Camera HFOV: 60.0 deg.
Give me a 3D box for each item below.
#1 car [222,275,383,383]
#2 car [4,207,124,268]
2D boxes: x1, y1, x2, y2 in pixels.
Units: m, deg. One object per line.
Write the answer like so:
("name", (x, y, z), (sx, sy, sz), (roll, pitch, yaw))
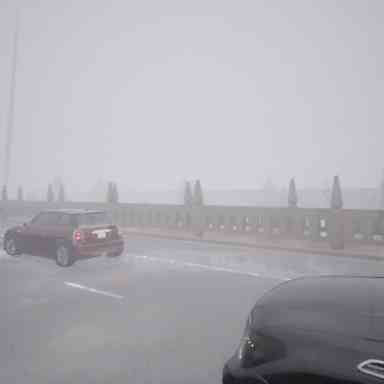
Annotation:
("car", (2.912, 1.220, 1.914), (5.566, 2.045, 2.150), (0, 0, 35))
("car", (-4.518, 1.358, 11.512), (4.553, 1.767, 2.097), (0, 0, 35))
